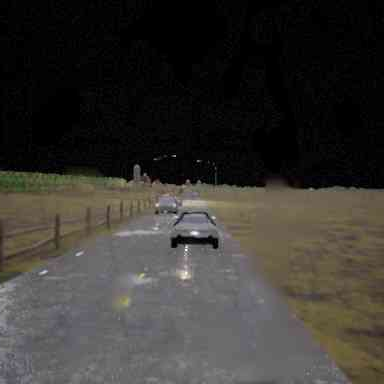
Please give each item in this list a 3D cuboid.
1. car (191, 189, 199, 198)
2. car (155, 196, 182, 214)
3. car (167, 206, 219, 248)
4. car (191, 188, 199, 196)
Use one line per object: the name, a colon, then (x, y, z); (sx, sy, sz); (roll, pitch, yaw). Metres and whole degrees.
car: (0.769, 0.707, 83.741); (2.128, 1.511, 4.902); (1, 1, 1)
car: (-2.454, 1.238, 33.220); (2.097, 1.767, 4.553); (1, 1, 1)
car: (0.126, 1.572, 14.949); (1.994, 1.385, 4.181); (1, 0, 1)
car: (0.872, 0.065, 94.182); (2.150, 2.045, 5.566); (1, 1, 1)
